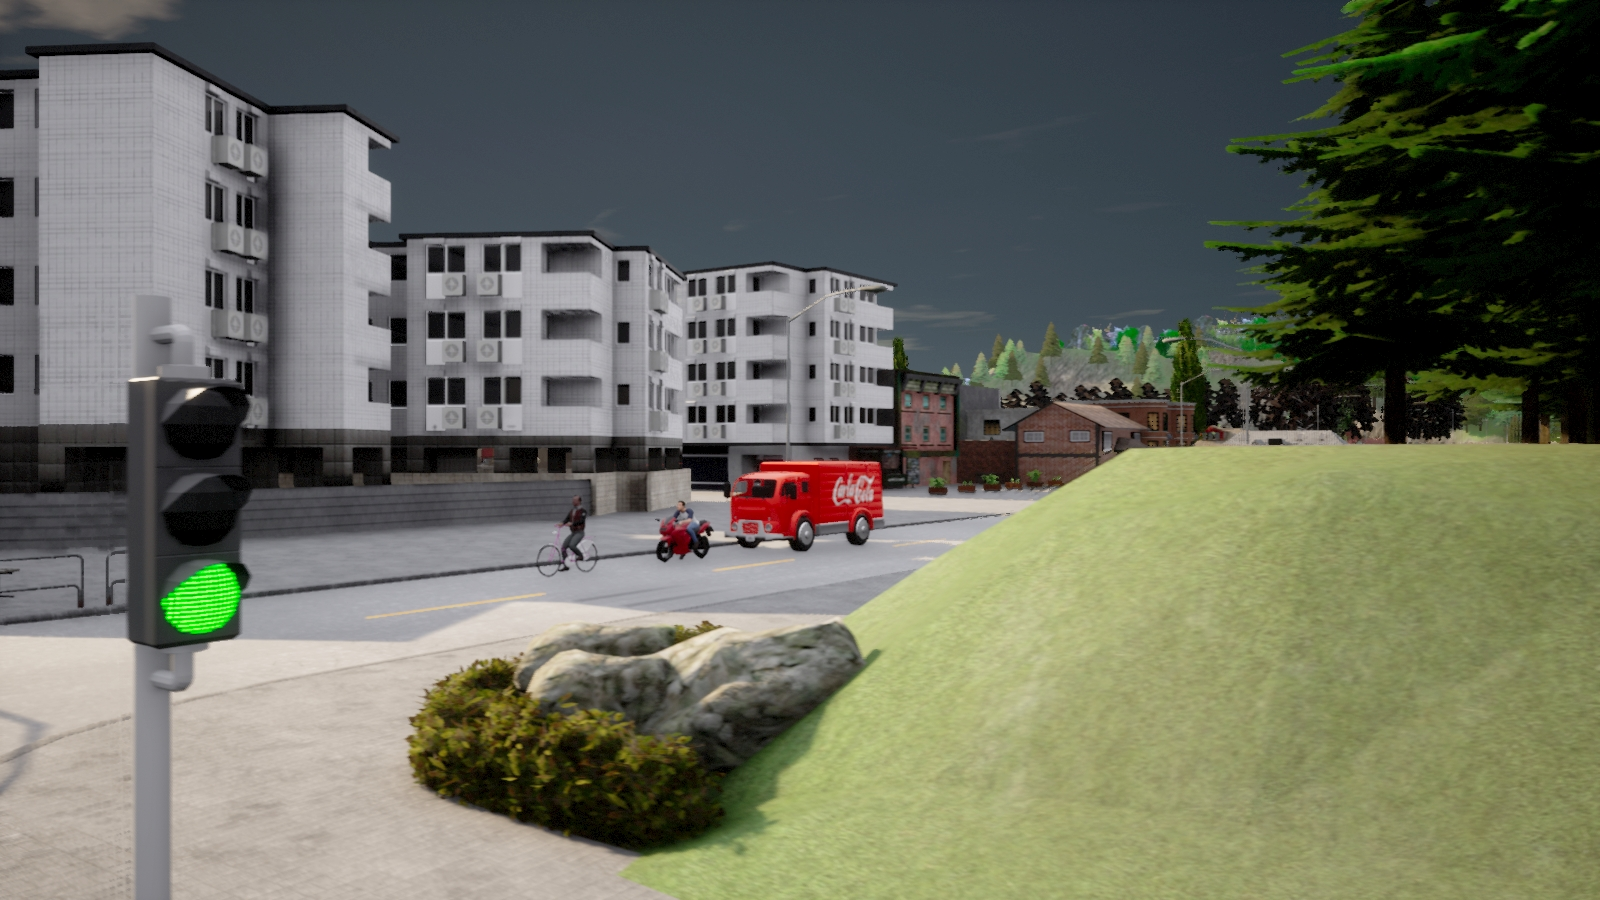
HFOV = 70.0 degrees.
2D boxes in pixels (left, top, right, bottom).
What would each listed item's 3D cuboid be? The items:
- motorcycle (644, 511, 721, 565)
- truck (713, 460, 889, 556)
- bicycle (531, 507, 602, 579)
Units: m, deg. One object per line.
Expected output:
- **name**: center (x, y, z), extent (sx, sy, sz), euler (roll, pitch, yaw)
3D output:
- **motorcycle**: center (-2.956, 2.186, 28.842), extent (0.803, 1.199, 2.033), euler (0, 0, 35)
- **truck**: center (0.134, 1.566, 33.221), extent (2.627, 2.467, 5.204), euler (0, 0, 35)
- **bicycle**: center (-5.219, 2.060, 25.605), extent (0.329, 1.471, 1.835), euler (0, 0, 35)
